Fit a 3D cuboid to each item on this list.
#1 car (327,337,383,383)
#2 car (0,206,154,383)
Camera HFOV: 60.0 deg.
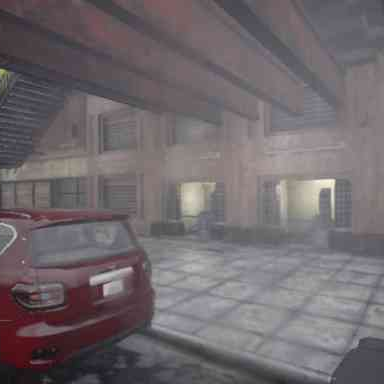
[{"bbox_3d":[2.937,1.581,1.339,4.718,1.301,1.895,-1,0,35],"label":"car"},{"bbox_3d":[-3.159,1.271,5.532,5.566,2.045,2.435,-1,0,35],"label":"car"}]
